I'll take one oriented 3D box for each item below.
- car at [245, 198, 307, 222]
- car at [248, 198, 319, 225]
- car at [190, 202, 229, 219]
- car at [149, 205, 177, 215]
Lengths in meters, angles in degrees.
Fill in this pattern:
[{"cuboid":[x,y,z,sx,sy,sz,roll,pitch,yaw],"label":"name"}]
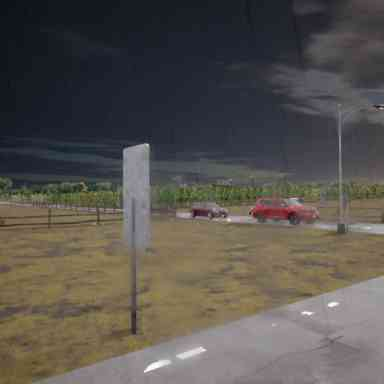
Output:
[{"cuboid":[7.819,1.578,31.519,2.150,2.045,5.566,0,-1,-36],"label":"car"},{"cuboid":[7.446,1.516,26.990,2.150,2.045,5.566,0,-1,-36],"label":"car"},{"cuboid":[1.773,1.833,34.862,2.097,1.767,4.553,0,-1,-36],"label":"car"},{"cuboid":[-3.818,2.268,42.617,1.895,1.301,4.718,0,-1,-36],"label":"car"}]
